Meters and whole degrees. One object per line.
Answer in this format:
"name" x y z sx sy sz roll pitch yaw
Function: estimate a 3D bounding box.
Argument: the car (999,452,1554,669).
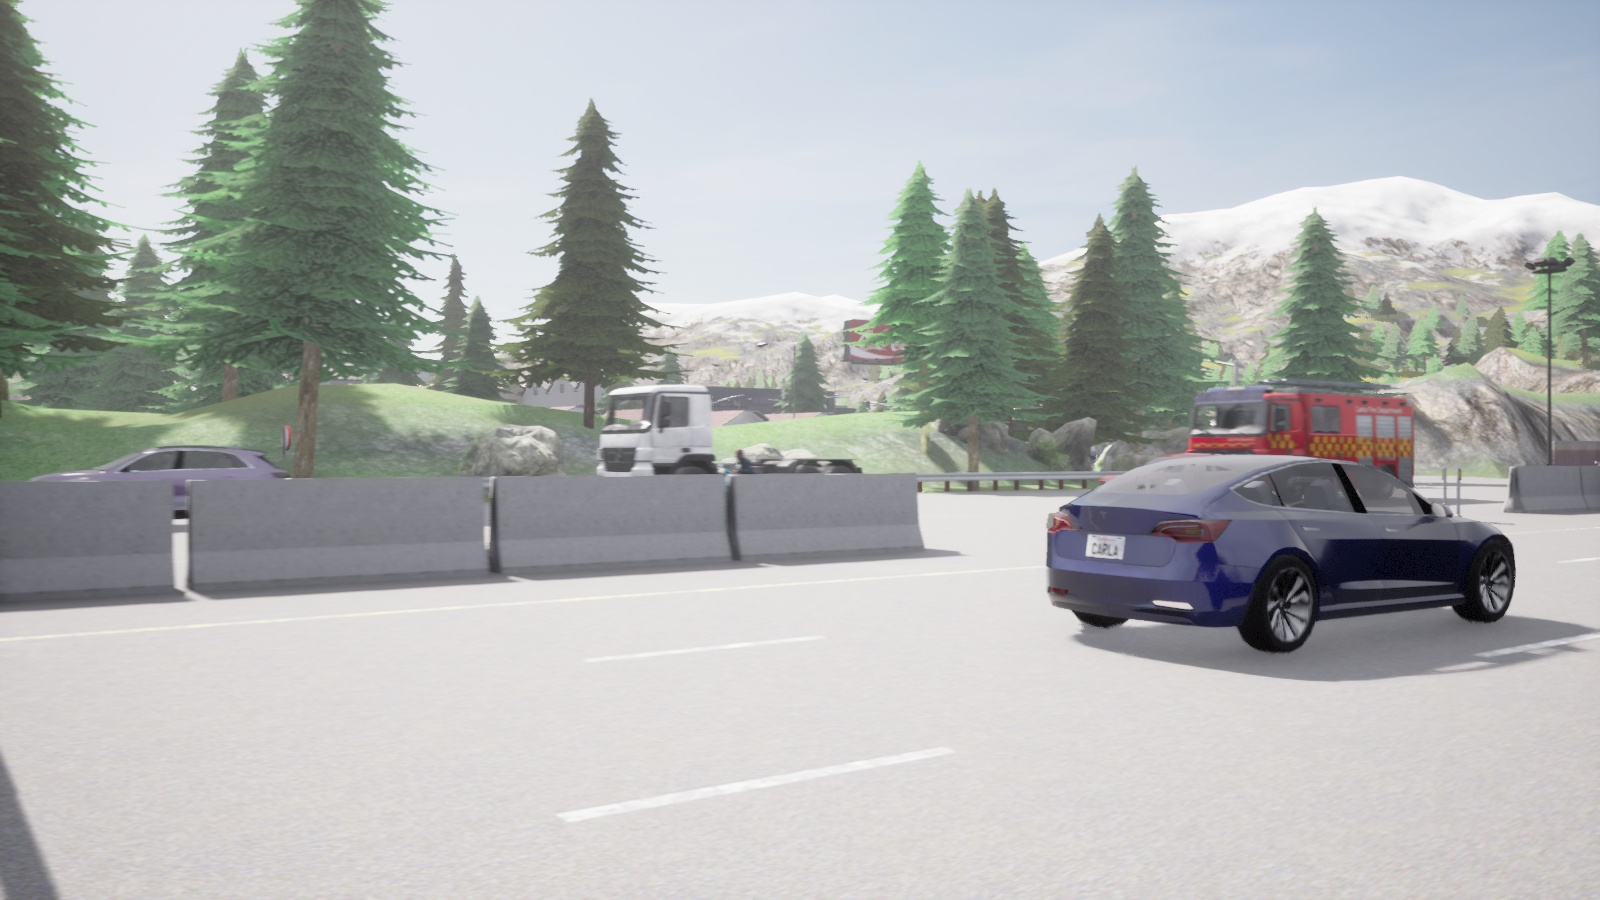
"car" 4.229 0.762 10.866 4.792 1.488 2.163 0 0 -35

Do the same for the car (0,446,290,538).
"car" -12.788 0.764 24.609 4.856 1.649 2.033 0 0 -35

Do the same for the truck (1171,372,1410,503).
"truck" 15.856 -0.355 40.283 8.468 3.827 2.891 0 0 -35

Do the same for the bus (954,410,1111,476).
"bus" 15.805 -0.490 85.015 10.273 4.253 3.944 -1 1 -30

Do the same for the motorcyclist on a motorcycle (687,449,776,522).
"motorcyclist on a motorcycle" -1.529 0.770 28.180 1.817 1.590 0.866 0 0 -35

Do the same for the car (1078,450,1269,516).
"car" 9.421 0.780 31.536 5.008 1.535 1.882 0 0 -35

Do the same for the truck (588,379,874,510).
"truck" -1.875 -0.144 36.469 7.936 3.462 2.891 0 0 -35
